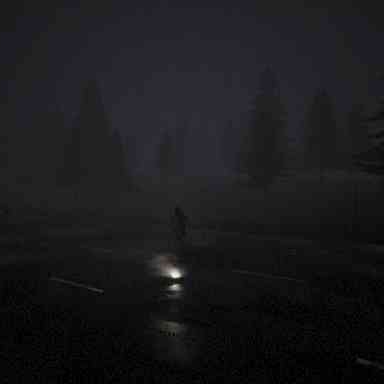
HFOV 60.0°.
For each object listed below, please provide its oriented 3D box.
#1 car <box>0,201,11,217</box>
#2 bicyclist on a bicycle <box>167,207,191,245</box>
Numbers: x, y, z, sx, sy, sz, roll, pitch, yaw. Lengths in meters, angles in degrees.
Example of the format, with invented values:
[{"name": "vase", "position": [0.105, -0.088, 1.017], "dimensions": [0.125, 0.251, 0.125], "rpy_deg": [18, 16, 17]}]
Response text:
[{"name": "car", "position": [-18.355, 1.488, 30.209], "dimensions": [4.902, 1.511, 2.128], "rpy_deg": [0, 0, 36]}, {"name": "bicyclist on a bicycle", "position": [-0.550, 1.452, 14.435], "dimensions": [0.582, 1.620, 1.656], "rpy_deg": [0, 1, 36]}]
